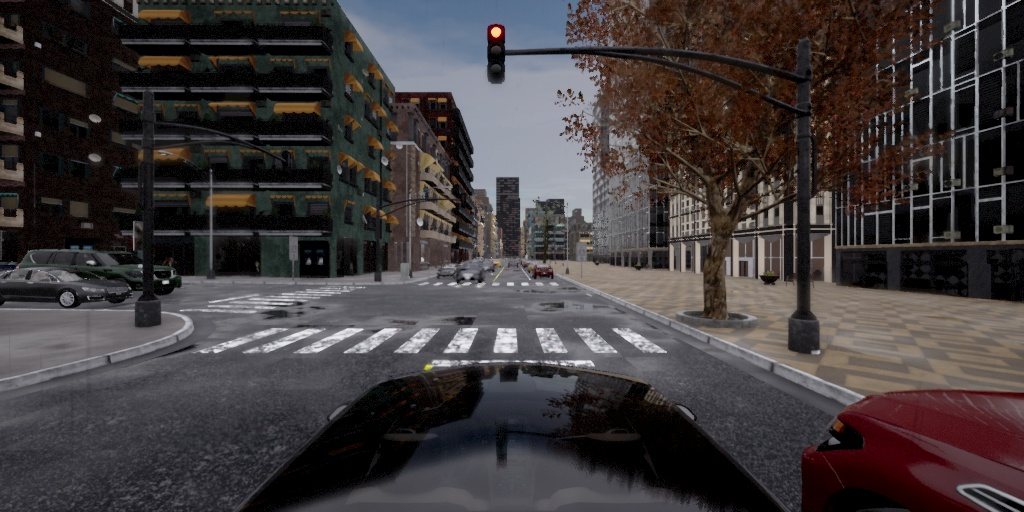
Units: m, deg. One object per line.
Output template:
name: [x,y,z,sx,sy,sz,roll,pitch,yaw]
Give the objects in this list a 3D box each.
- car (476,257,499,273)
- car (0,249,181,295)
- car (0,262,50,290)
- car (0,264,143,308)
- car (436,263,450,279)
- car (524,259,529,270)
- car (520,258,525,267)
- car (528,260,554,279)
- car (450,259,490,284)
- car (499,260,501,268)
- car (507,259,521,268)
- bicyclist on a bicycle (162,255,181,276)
car: [-3.027,1.261,43.880,2.128,1.511,4.902,0,0,0]
car: [-17.766,0.745,15.530,5.566,2.045,2.150,1,0,0]
car: [-27.593,0.992,18.632,4.718,1.301,1.895,1,0,0]
car: [-16.417,1.090,12.947,4.403,1.370,2.007,0,0,0]
car: [-5.641,1.310,32.346,2.007,1.370,4.403,0,0,0]
car: [2.757,1.294,43.568,1.751,1.417,4.829,0,0,0]
car: [2.783,1.370,59.995,1.802,1.307,4.207,0,0,0]
car: [2.739,1.304,32.333,1.888,1.381,4.507,0,0,0]
car: [-3.058,1.247,27.202,2.128,1.511,4.902,0,0,0]
car: [-2.957,1.268,62.469,1.882,1.535,5.008,0,0,1]
car: [0.199,1.283,63.479,2.128,1.511,4.902,0,0,0]
bicyclist on a bicycle: [-23.133,0.759,24.218,0.582,1.620,1.656,1,0,0]
